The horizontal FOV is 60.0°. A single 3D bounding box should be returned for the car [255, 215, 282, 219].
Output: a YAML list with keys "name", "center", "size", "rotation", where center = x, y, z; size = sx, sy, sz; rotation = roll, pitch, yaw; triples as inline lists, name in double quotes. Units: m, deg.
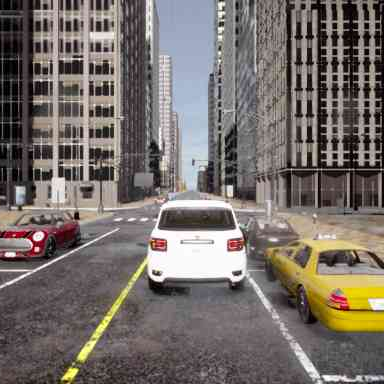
- name: "car"
  center: [2.702, 1.548, 12.425]
  size: [2.008, 1.369, 4.403]
  rotation: [0, 0, 0]

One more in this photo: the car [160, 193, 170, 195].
- name: "car"
  center: [-5.736, 1.380, 61.693]
  size: [1.967, 1.590, 4.097]
  rotation: [0, 0, 0]

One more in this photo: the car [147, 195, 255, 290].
- name: "car"
  center: [0.107, 1.220, 9.212]
  size: [2.150, 2.045, 5.566]
  rotation: [0, 0, 0]

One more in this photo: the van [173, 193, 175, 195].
- name: "van"
  center: [-5.622, 1.225, 84.433]
  size: [1.690, 1.788, 3.998]
  rotation: [0, 0, 0]

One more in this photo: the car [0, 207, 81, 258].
- name: "car"
  center: [-5.678, 1.437, 12.430]
  size: [1.967, 1.590, 4.097]
  rotation: [0, 0, 0]

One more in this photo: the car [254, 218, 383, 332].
- name: "car"
  center: [2.697, 1.525, 6.927]
  size: [1.752, 1.417, 4.829]
  rotation: [0, 0, 0]

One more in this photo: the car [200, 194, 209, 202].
- name: "car"
  center: [2.748, 1.353, 73.053]
  size: [1.967, 1.590, 4.097]
  rotation: [0, 0, 0]

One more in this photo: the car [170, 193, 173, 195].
- name: "car"
  center: [-5.665, 1.242, 67.378]
  size: [2.192, 1.841, 5.009]
  rotation: [0, 0, 0]

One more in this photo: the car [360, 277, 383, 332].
- name: "car"
  center: [2.693, 1.551, 1.086]
  size: [2.008, 1.369, 4.403]
  rotation: [0, 0, 0]

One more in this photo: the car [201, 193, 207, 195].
- name: "car"
  center: [2.836, 1.380, 61.685]
  size: [1.967, 1.590, 4.097]
  rotation: [0, 0, 0]

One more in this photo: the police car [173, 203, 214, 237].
- name: "police car"
  center: [0.111, 1.497, 19.132]
  size: [2.038, 1.542, 4.974]
  rotation: [0, 0, 1]

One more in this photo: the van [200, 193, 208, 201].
- name: "van"
  center: [2.753, 1.239, 78.738]
  size: [1.690, 1.788, 3.998]
  rotation: [0, 0, 0]
